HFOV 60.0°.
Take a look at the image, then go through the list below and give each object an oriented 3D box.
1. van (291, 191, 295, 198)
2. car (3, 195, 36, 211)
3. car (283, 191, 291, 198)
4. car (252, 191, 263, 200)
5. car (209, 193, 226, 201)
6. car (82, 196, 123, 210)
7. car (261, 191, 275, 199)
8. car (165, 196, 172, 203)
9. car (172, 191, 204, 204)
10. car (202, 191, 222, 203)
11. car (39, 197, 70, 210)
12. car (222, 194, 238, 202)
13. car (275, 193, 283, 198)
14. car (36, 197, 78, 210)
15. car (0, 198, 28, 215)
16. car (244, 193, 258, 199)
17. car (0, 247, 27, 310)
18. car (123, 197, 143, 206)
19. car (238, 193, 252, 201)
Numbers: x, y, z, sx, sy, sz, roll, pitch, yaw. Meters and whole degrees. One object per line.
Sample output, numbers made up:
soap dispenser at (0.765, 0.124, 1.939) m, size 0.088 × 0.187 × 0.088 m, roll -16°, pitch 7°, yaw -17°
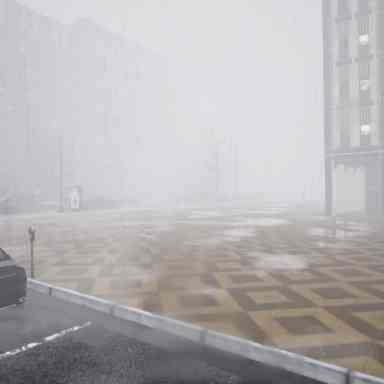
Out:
van at (25.388, 0.654, 86.553) m, size 1.690 × 1.788 × 3.998 m, roll -1°, pitch 0°, yaw 36°
car at (-20.302, 1.228, 37.746) m, size 2.192 × 1.841 × 5.009 m, roll -1°, pitch 0°, yaw 36°
car at (22.148, 0.931, 82.076) m, size 1.802 × 1.307 × 4.206 m, roll -1°, pitch 0°, yaw 36°
car at (12.422, 1.046, 68.645) m, size 1.802 × 1.307 × 4.206 m, roll -1°, pitch 0°, yaw 36°
car at (5.635, 1.028, 73.561) m, size 1.967 × 1.590 × 4.097 m, roll -1°, pitch 0°, yaw 36°
car at (-10.273, 1.186, 37.307) m, size 1.967 × 1.590 × 4.097 m, roll -1°, pitch 0°, yaw 36°
car at (15.661, 0.740, 73.122) m, size 2.192 × 1.841 × 5.009 m, roll -1°, pitch 0°, yaw 36°
car at (-2.680, 1.153, 57.566) m, size 1.882 × 1.535 × 5.008 m, roll -1°, pitch 0°, yaw 36°
car at (-0.547, 1.062, 50.738) m, size 1.967 × 1.590 × 4.097 m, roll -1°, pitch 0°, yaw 36°
car at (2.464, 0.818, 59.329) m, size 2.150 × 2.045 × 5.566 m, roll -1°, pitch 0°, yaw 36°
car at (-15.632, 1.366, 39.814) m, size 1.812 × 1.442 × 4.674 m, roll -1°, pitch 0°, yaw 36°
car at (5.938, 1.093, 59.692) m, size 2.008 × 1.369 × 4.403 m, roll -1°, pitch 0°, yaw 36°
car at (18.906, 0.937, 77.599) m, size 2.008 × 1.369 × 4.403 m, roll -1°, pitch 0°, yaw 36°
car at (-17.058, 1.415, 42.224) m, size 1.887 × 1.381 × 4.507 m, roll -1°, pitch 0°, yaw 36°
car at (-16.755, 1.413, 28.353) m, size 1.802 × 1.307 × 4.206 m, roll -1°, pitch 0°, yaw 36°
car at (15.362, 1.039, 86.992) m, size 1.947 × 1.339 × 4.313 m, roll -1°, pitch 0°, yaw 36°
car at (-4.994, 1.553, 6.609) m, size 4.403 × 1.369 × 2.008 m, roll 0°, pitch -1°, yaw 36°
car at (-9.457, 1.362, 48.301) m, size 1.895 × 1.301 × 4.718 m, roll -1°, pitch 0°, yaw 36°
car at (9.180, 1.047, 64.169) m, size 1.887 × 1.381 × 4.507 m, roll -1°, pitch 0°, yaw 36°
